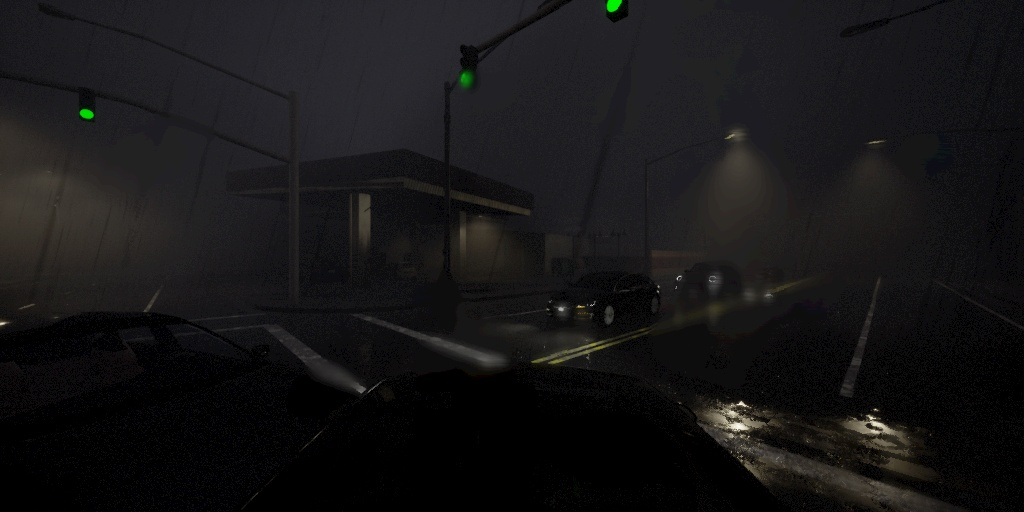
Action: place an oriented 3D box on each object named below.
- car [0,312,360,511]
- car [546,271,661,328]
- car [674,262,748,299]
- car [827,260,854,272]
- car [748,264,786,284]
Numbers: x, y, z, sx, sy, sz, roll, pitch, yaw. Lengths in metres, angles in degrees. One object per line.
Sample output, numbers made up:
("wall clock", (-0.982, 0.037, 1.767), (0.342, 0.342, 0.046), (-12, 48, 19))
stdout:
("car", (-3.365, 1.241, 2.751), (4.902, 1.511, 2.128), (0, 0, 16))
("car", (3.129, 1.255, 11.632), (4.892, 1.490, 1.837), (0, 0, -44))
("car", (10.114, 1.102, 18.329), (4.553, 1.767, 2.097), (0, 0, -44))
("car", (43.018, 1.214, 46.957), (2.128, 1.511, 4.902), (0, 0, 29))
("car", (18.898, 1.314, 26.704), (4.181, 1.385, 1.994), (0, 0, -44))
